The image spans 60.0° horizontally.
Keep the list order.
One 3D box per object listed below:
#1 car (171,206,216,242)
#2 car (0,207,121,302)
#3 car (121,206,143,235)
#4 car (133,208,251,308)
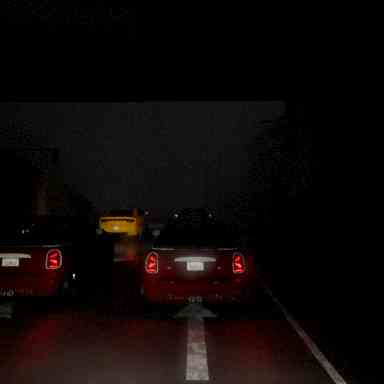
[{"bbox_3d":[0.071,1.554,17.631,2.033,1.411,5.357,0,0,0],"label":"car"},{"bbox_3d":[-3.427,1.355,8.432,2.097,1.767,4.553,0,0,0],"label":"car"},{"bbox_3d":[-3.430,1.484,17.520,1.882,1.535,5.008,0,0,0],"label":"car"},{"bbox_3d":[0.068,1.355,8.104,2.097,1.767,4.553,0,0,0],"label":"car"}]
